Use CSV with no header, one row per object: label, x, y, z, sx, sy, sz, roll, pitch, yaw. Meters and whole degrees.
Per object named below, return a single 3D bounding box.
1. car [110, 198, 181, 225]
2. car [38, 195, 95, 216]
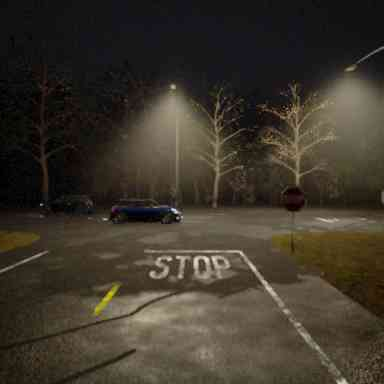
car,-2.971,1.196,21.807,4.553,1.767,2.097,0,0,0
car,-10.858,1.076,28.884,4.553,1.767,2.097,0,0,1
